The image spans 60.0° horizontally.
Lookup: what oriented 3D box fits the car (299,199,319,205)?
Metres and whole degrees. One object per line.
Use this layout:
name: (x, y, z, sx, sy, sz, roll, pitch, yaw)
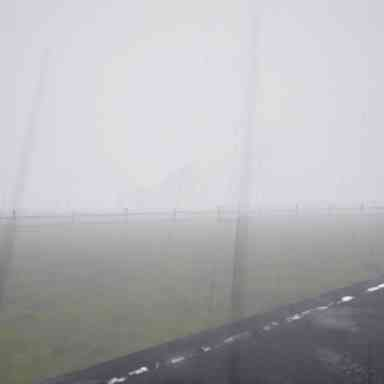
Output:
car: (26.764, 2.329, 76.379, 2.033, 1.411, 5.357, 1, -1, -18)
